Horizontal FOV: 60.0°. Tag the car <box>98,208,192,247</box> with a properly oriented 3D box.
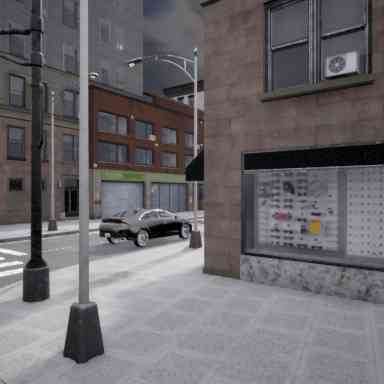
[{"bbox_3d":[-1.886,1.459,14.956,2.128,1.511,4.902,0,0,35],"label":"car"}]
